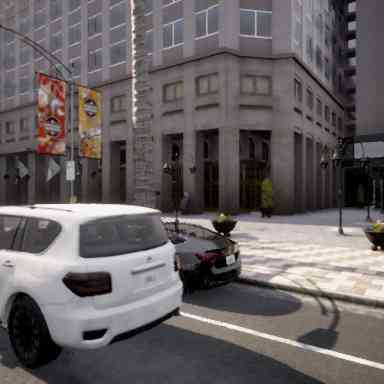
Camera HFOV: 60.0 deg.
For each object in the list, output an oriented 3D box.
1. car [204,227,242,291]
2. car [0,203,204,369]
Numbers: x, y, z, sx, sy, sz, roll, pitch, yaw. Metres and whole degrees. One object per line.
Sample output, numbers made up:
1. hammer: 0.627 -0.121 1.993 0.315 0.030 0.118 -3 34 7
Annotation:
1. car: -1.076 1.512 8.554 4.786 1.482 2.161 0 0 35
2. car: -2.741 1.221 5.948 5.566 2.045 2.150 0 0 35
